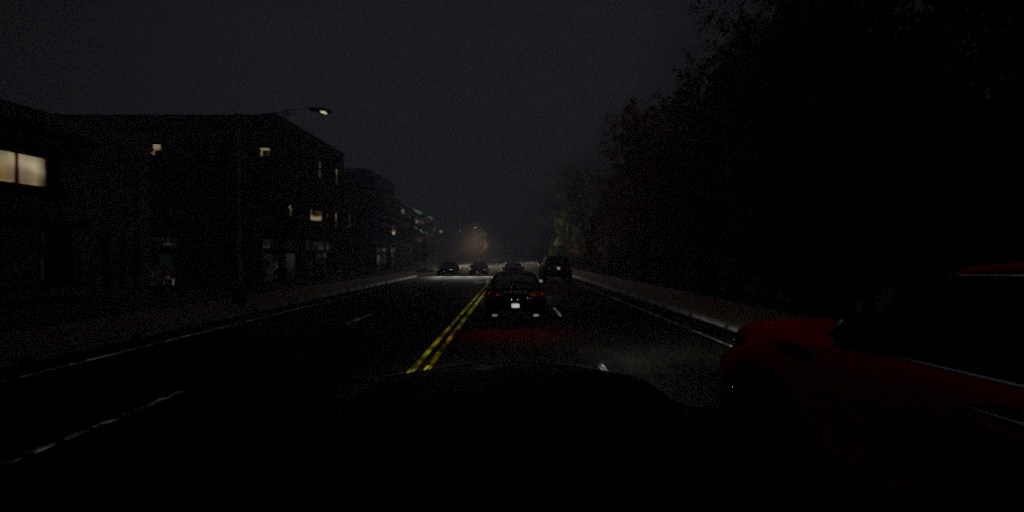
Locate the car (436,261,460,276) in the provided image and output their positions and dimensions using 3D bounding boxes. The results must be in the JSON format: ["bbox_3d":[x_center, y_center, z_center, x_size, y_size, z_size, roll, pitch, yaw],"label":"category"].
[{"bbox_3d":[-6.599,1.278,37.441,1.837,1.490,4.892,0,0,0],"label":"car"}]

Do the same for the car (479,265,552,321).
[{"bbox_3d":[0.099,1.234,12.450,1.882,1.535,5.008,0,0,0],"label":"car"}]

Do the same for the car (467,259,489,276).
[{"bbox_3d":[-3.349,1.297,37.088,1.812,1.442,4.674,0,0,0],"label":"car"}]

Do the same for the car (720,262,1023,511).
[{"bbox_3d":[3.354,0.970,1.580,2.150,2.045,5.566,0,0,0],"label":"car"}]

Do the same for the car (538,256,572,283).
[{"bbox_3d":[3.347,0.988,28.415,2.150,2.045,5.566,0,0,0],"label":"car"}]

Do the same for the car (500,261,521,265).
[{"bbox_3d":[0.096,1.293,30.312,1.812,1.442,4.674,0,0,0],"label":"car"}]
